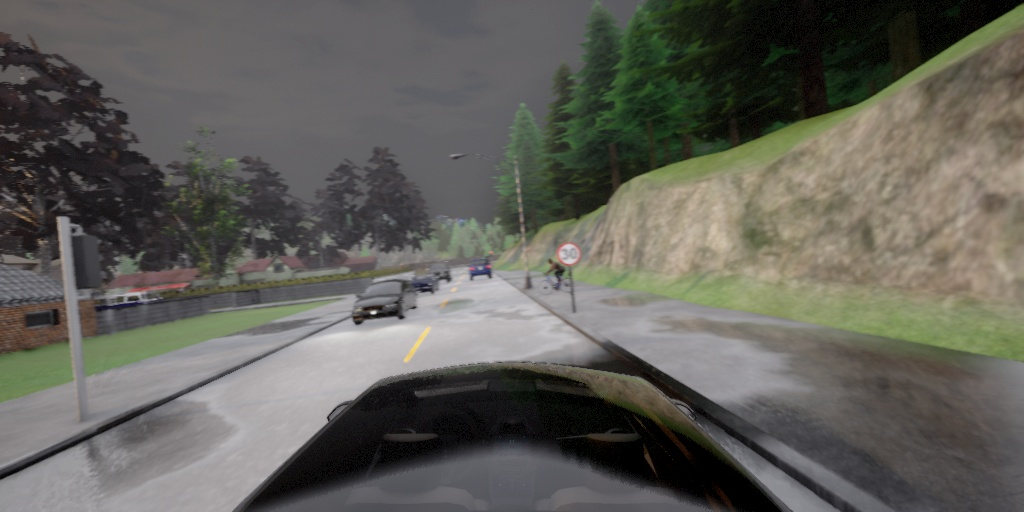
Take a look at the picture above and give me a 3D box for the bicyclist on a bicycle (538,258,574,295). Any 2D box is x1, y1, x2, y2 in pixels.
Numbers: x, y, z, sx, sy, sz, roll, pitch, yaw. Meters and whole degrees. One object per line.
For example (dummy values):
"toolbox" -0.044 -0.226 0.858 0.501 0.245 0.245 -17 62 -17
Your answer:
"bicyclist on a bicycle" 1.908 0.901 15.937 1.656 1.620 0.582 -6 0 -6

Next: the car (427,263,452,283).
"car" -7.479 1.761 37.333 2.150 2.045 5.566 -6 0 -6

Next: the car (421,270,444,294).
"car" -6.242 2.006 25.289 1.895 1.301 4.718 -6 0 -6

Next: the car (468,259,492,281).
"car" -3.228 1.316 36.469 2.150 2.045 5.566 -6 0 -6

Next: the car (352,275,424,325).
"car" -5.223 1.799 15.211 1.837 1.490 4.892 -6 0 -6
